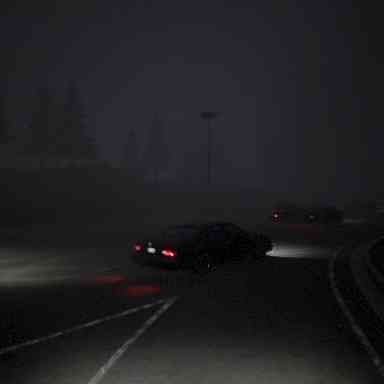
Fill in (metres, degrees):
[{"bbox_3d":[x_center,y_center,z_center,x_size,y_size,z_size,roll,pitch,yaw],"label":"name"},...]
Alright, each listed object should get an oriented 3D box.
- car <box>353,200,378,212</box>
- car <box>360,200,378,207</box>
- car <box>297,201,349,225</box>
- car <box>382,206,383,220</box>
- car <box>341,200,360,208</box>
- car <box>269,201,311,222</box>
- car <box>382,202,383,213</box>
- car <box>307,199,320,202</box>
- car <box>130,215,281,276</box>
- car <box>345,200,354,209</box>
[{"bbox_3d":[25.813,2.090,48.912,1.837,1.490,4.892,0,-1,42],"label":"car"},{"bbox_3d":[33.233,2.133,62.407,1.994,1.385,4.181,0,-1,42],"label":"car"},{"bbox_3d":[10.823,1.784,27.257,1.882,1.535,5.008,0,-1,42],"label":"car"},{"bbox_3d":[19.766,1.963,31.877,1.994,1.385,4.181,0,-1,42],"label":"car"},{"bbox_3d":[31.116,2.284,65.269,2.128,1.511,4.902,0,-1,42],"label":"car"},{"bbox_3d":[8.815,1.825,30.249,1.837,1.490,4.892,0,-1,42],"label":"car"},{"bbox_3d":[27.973,2.137,46.085,1.994,1.385,4.181,0,-1,42],"label":"car"},{"bbox_3d":[19.351,1.930,52.214,2.097,1.767,4.553,0,-1,42],"label":"car"},{"bbox_3d":[0.584,1.648,10.815,2.033,1.411,5.357,0,-1,42],"label":"car"},{"bbox_3d":[26.561,2.170,55.080,1.812,1.442,4.674,0,-1,42],"label":"car"}]
